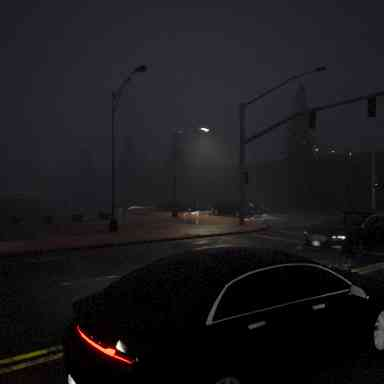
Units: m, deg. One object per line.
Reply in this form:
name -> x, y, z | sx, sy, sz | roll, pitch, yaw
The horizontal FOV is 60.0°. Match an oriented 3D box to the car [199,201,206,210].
car -> -0.291, 1.505, 41.962 | 1.837, 1.490, 4.892 | 0, 0, -41

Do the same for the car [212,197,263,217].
car -> 3.864, 1.505, 30.911 | 1.837, 1.490, 4.892 | 0, 0, -36

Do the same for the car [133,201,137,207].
car -> -10.470, 1.564, 50.744 | 4.181, 1.385, 1.994 | 0, 0, 31

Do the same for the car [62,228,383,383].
car -> 0.894, 1.505, 4.435 | 4.892, 1.490, 1.837 | 0, 0, -35

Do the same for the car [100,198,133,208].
car -> -10.984, 1.526, 46.965 | 4.674, 1.442, 1.812 | 0, 0, 34

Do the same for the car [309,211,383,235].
car -> 6.319, 1.491, 12.669 | 4.902, 1.511, 2.128 | 0, 0, -32

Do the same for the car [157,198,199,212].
car -> -1.943, 1.547, 38.733 | 2.033, 1.411, 5.357 | 0, 0, -39
